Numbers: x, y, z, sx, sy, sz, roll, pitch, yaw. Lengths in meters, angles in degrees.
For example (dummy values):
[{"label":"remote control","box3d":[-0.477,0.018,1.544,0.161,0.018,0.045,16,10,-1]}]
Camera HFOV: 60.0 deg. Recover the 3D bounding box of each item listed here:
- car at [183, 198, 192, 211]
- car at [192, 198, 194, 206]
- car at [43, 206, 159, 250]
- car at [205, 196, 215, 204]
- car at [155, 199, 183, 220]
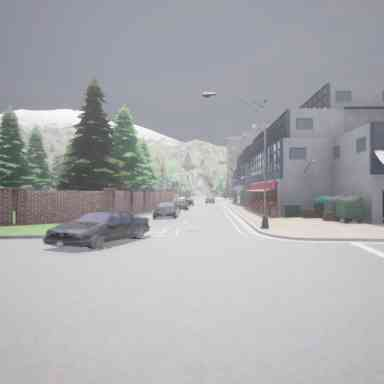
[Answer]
[{"label":"car","box3d":[-1.462,1.562,40.911,1.994,1.385,4.181,0,0,3]},{"label":"car","box3d":[-0.671,1.598,54.737,1.895,1.301,4.718,0,0,4]},{"label":"car","box3d":[-3.731,1.508,14.379,2.033,1.411,5.357,0,-1,22]},{"label":"car","box3d":[3.554,1.545,65.452,2.033,1.411,5.357,0,0,3]},{"label":"car","box3d":[-2.128,1.524,28.752,1.812,1.442,4.674,0,0,3]}]
